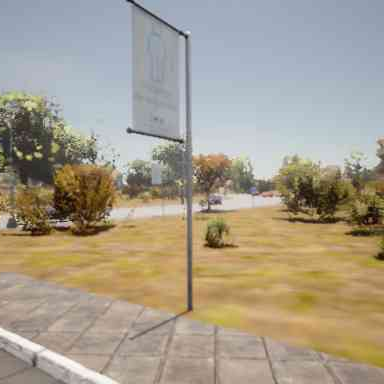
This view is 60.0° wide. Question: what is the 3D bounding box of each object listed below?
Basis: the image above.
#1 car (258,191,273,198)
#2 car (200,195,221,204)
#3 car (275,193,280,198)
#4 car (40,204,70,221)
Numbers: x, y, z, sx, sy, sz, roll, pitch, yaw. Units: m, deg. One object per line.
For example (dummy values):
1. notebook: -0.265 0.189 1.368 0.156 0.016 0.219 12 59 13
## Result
1. car: 20.363 0.582 91.097 2.097 1.767 4.553 0 1 1
2. car: 3.031 1.345 56.406 2.097 1.767 4.553 -1 1 37
3. car: 23.811 0.796 90.289 1.895 1.301 4.718 0 1 1
4. car: -11.500 1.700 26.966 2.128 1.511 4.902 -1 0 39
